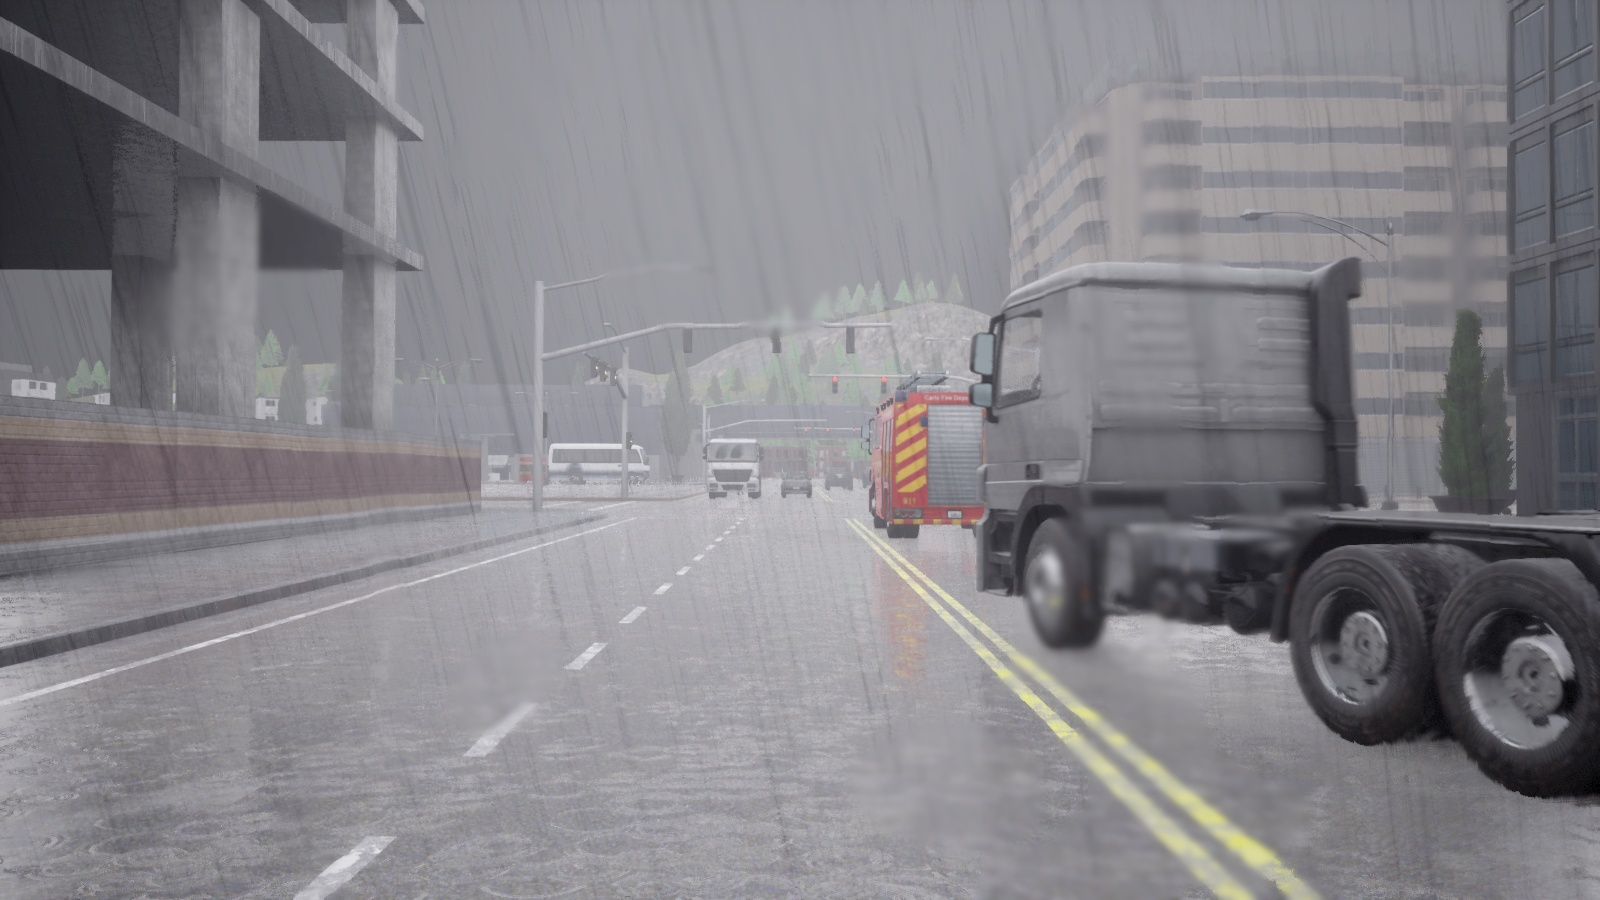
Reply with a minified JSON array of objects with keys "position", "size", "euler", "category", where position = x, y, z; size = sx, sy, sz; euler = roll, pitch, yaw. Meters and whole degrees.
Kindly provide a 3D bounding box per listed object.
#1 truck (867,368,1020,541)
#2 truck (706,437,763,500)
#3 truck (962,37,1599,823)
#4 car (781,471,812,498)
[{"position":[3.412,0.173,32.061],"size":[2.891,3.827,8.468],"euler":[0,-1,0],"category":"truck"},{"position":[-3.691,1.064,72.659],"size":[2.891,3.462,7.936],"euler":[0,-1,0],"category":"truck"},{"position":[4.056,-0.031,9.111],"size":[2.891,3.462,7.936],"euler":[0,-1,-15],"category":"truck"},{"position":[-0.190,2.029,73.717],"size":[1.789,1.549,3.705],"euler":[0,-1,0],"category":"car"}]
